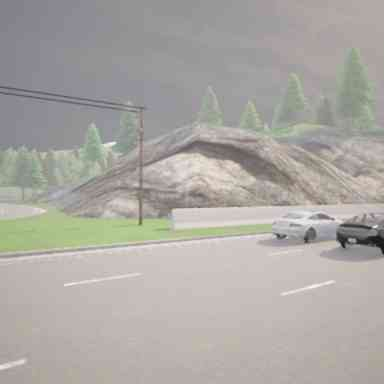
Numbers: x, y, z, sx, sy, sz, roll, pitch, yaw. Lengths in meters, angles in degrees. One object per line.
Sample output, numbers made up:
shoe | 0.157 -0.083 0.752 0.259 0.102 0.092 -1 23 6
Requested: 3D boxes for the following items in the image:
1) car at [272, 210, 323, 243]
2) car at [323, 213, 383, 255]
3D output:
car | 6.003 1.659 16.745 4.674 1.442 1.812 0 0 -35
car | 7.977 1.625 13.855 4.902 1.511 2.128 1 0 -35
